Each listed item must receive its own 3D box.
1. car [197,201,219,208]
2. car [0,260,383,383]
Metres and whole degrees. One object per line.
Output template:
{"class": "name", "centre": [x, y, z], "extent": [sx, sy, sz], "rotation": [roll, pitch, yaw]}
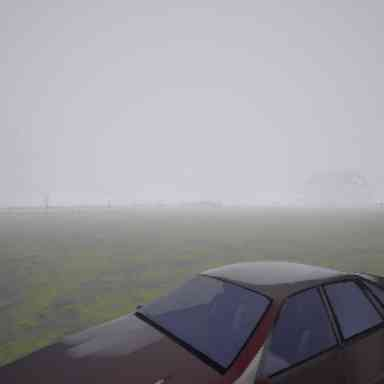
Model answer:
{"class": "car", "centre": [3.127, 2.379, 65.581], "extent": [2.033, 1.411, 5.357], "rotation": [2, -2, -36]}
{"class": "car", "centre": [0.793, 1.561, 3.637], "extent": [5.357, 1.411, 2.033], "rotation": [0, 0, -35]}
